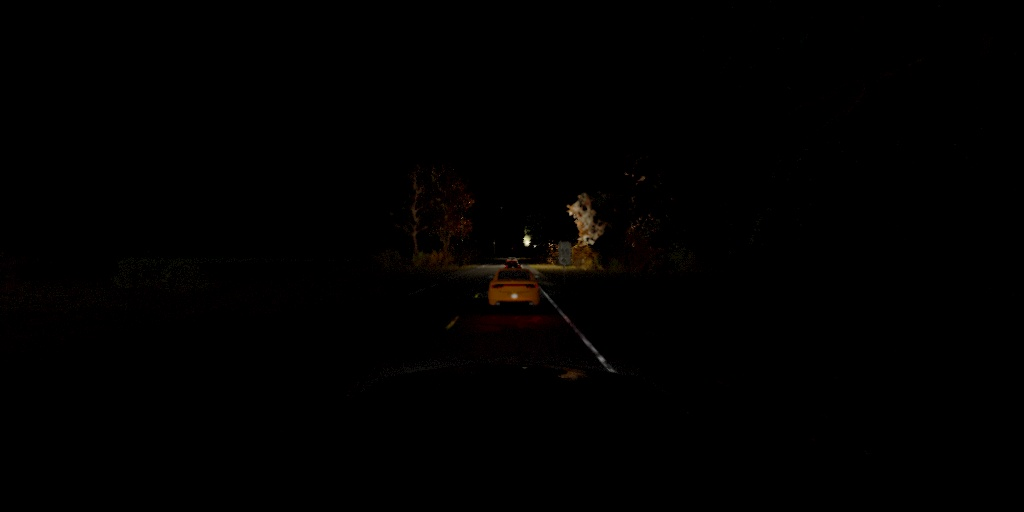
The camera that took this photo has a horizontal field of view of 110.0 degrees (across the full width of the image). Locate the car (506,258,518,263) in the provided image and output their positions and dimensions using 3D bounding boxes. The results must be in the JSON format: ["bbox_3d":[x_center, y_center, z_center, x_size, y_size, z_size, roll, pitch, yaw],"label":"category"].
[{"bbox_3d":[0.081,1.273,42.771,1.994,1.385,4.181,0,0,0],"label":"car"}]

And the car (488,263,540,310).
[{"bbox_3d":[0.083,1.221,14.772,1.882,1.535,5.008,0,0,0],"label":"car"}]
